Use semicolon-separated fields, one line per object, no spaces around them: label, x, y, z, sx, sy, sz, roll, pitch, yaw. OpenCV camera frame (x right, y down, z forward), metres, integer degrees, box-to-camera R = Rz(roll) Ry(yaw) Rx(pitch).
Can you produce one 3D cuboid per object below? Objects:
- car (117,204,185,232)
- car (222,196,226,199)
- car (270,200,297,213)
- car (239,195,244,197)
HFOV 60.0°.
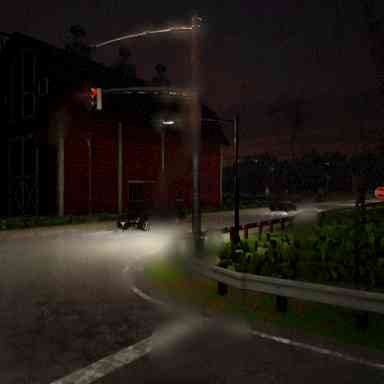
car;-2.407;1.531;20.535;1.837;1.490;4.892;0;0;37
car;6.341;1.532;78.050;1.816;1.474;4.193;0;0;36
car;10.397;1.591;37.700;1.994;1.385;4.181;0;0;37
car;12.940;1.547;89.158;1.784;1.438;3.905;0;0;36
